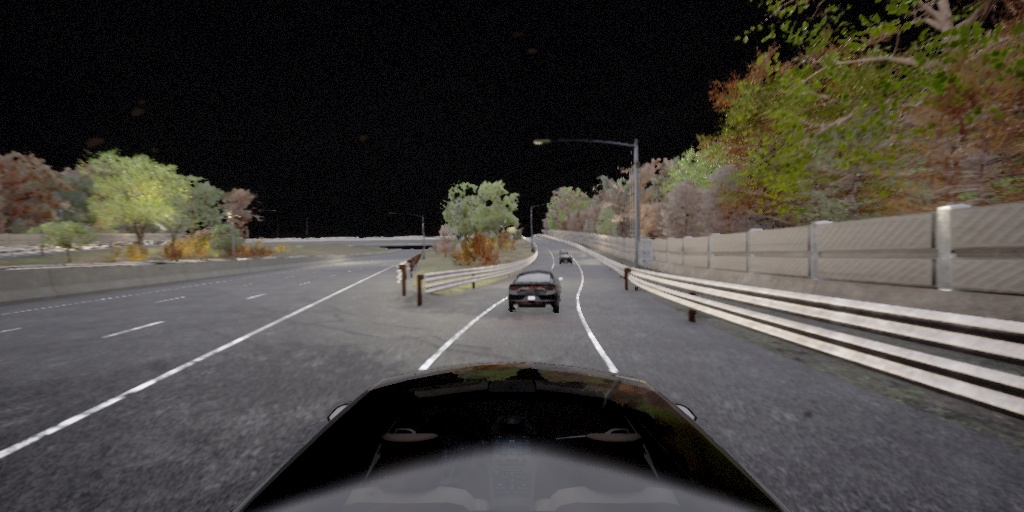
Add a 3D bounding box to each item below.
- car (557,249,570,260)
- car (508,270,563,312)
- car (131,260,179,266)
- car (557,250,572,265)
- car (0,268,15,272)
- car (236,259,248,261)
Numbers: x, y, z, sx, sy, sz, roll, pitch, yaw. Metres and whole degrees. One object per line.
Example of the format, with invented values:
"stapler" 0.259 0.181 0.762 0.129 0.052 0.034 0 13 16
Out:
"car" 9.010 -0.266 62.939 1.837 1.490 4.892 -1 4 5
"car" 1.073 1.317 14.964 1.882 1.535 5.008 -1 0 9
"car" -31.831 1.293 31.240 1.837 1.490 4.892 -1 0 -13
"car" 7.882 0.387 52.941 1.882 1.535 5.008 -1 3 7
"car" -37.651 1.569 25.564 1.994 1.385 4.181 -1 1 -14
"car" -35.832 1.146 47.657 1.994 1.385 4.181 -1 1 -13
